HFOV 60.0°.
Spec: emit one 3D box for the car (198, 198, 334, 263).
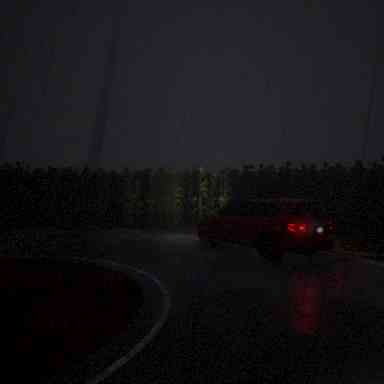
[{"bbox_3d":[2.449,1.235,12.431,2.150,2.045,5.566,0,0,-33],"label":"car"}]
